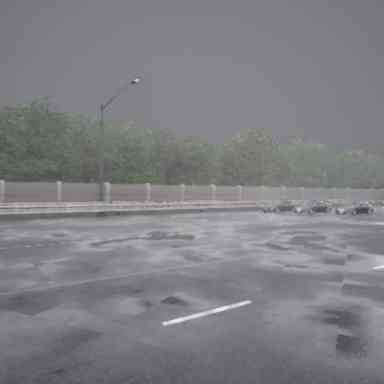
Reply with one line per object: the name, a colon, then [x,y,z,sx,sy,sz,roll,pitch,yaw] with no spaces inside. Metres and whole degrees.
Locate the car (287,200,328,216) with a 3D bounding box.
car: [12.705,1.646,34.879,4.902,1.511,2.128,0,0,-36]

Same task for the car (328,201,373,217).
car: [16.155,1.655,33.073,4.902,1.511,2.128,0,0,-36]

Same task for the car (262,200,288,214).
car: [9.856,1.652,37.133,4.892,1.490,1.837,0,0,-36]
